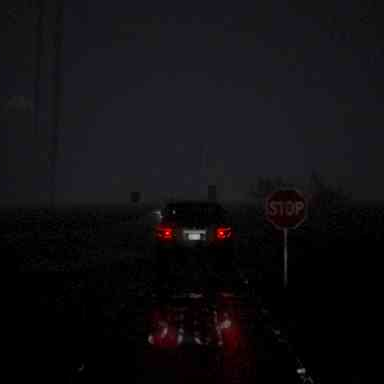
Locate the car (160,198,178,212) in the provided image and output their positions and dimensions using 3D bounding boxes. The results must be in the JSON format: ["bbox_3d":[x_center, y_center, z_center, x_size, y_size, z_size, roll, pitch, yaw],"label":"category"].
[{"bbox_3d":[-2.845,1.573,41.780,1.837,1.490,4.892,0,0,0],"label":"car"}]

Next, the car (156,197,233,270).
[{"bbox_3d":[0.077,1.239,11.265,2.150,2.045,5.566,0,0,0],"label":"car"}]

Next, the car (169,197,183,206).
[{"bbox_3d":[-2.798,1.654,59.005,2.033,1.411,5.357,0,0,1],"label":"car"}]
